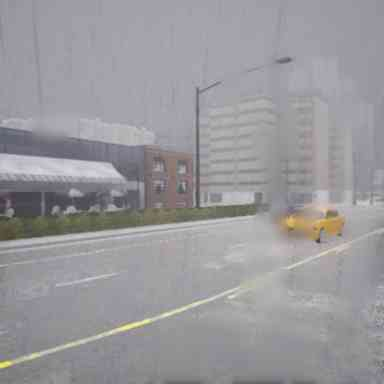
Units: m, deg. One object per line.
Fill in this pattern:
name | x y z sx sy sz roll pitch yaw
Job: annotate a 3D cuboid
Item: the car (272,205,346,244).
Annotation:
car | 6.055 1.525 16.381 1.882 1.535 5.008 0 0 40
